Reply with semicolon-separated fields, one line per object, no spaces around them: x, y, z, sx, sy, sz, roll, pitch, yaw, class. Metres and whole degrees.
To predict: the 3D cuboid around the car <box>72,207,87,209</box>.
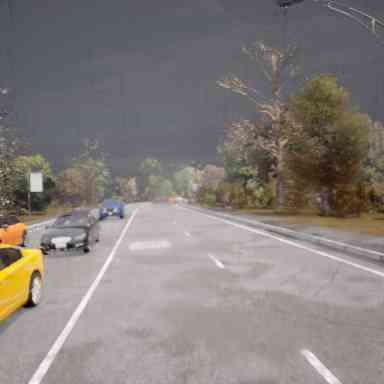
-11.439;2.231;33.563;1.895;1.301;4.718;-3;0;-8;car

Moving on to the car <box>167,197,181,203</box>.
-4.975;1.962;86.261;2.097;1.767;4.553;-3;0;5;car

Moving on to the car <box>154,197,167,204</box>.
-8.498;2.137;85.860;2.097;1.767;4.553;-3;0;5;car

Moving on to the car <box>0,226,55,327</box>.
-4.058;1.684;5.496;1.882;1.535;5.008;-3;0;-6;car

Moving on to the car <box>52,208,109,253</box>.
-5.262;1.755;14.918;2.128;1.511;4.902;-3;0;-8;car

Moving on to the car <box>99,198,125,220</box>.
-7.871;1.663;33.130;2.150;2.045;5.566;-3;-1;-8;car

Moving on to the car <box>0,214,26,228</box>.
-8.680;1.794;14.054;2.097;1.767;4.553;-3;0;-8;car
